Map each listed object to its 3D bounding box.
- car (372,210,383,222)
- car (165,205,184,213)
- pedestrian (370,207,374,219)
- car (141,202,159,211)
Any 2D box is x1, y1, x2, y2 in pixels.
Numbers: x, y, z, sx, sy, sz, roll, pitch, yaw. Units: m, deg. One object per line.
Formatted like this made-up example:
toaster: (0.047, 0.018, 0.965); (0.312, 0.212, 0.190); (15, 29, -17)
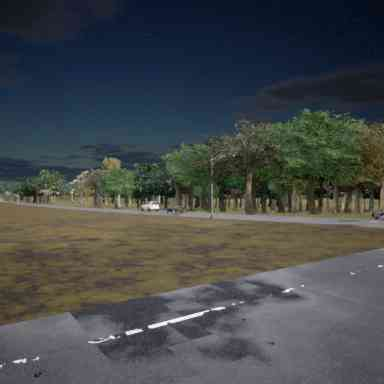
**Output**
car: (19.070, 1.939, 30.083); (4.902, 1.511, 2.128); (-2, -2, 36)
car: (-3.308, 3.248, 62.761); (1.837, 1.490, 4.892); (1, -2, -33)
pedestrian: (19.291, 2.202, 35.573); (0.375, 1.300, 0.375); (-2, 1, -33)
car: (-9.039, 3.105, 71.515); (2.150, 2.045, 5.566); (1, -2, -33)
